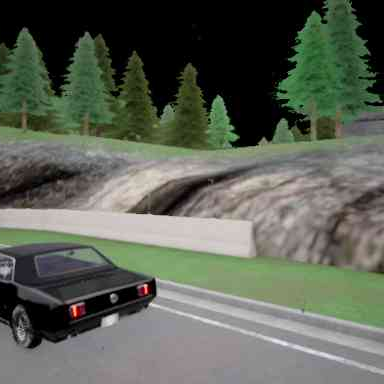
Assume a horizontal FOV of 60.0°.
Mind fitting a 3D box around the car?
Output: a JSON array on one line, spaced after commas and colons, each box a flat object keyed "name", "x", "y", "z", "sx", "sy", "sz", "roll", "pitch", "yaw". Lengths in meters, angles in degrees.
[{"name": "car", "x": -2.971, "y": 1.622, "z": 6.321, "sx": 4.718, "sy": 1.301, "sz": 1.895, "roll": 0, "pitch": 0, "yaw": 38}]
